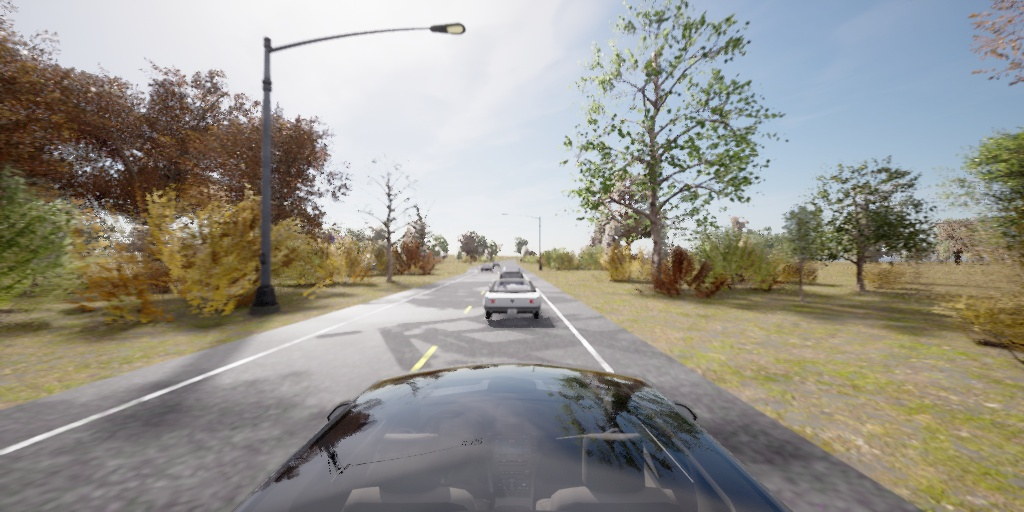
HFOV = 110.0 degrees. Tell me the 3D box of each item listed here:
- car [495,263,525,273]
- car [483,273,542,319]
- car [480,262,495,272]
[{"bbox_3d":[-0.025,1.567,29.172,2.128,1.511,4.902,0,-1,0],"label":"car"},{"bbox_3d":[0.028,1.491,13.554,1.895,1.301,4.718,0,-1,0],"label":"car"},{"bbox_3d":[-4.259,1.978,59.984,1.994,1.385,4.181,0,-1,-4],"label":"car"}]
